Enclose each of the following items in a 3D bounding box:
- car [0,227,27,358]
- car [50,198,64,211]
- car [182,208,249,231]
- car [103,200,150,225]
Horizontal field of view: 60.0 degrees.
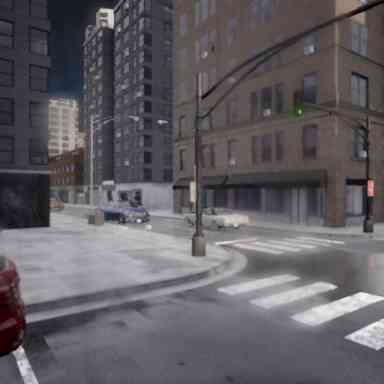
[{"bbox_3d":[-4.318,1.316,3.126,5.009,1.841,2.192,0,0,-35],"label":"car"},{"bbox_3d":[-18.392,1.542,43.873,2.097,1.767,4.553,0,0,-35],"label":"car"},{"bbox_3d":[1.309,1.665,21.244,1.895,1.301,4.718,0,0,-35],"label":"car"},{"bbox_3d":[-4.988,1.443,25.019,2.097,1.767,4.553,0,0,-36],"label":"car"}]
